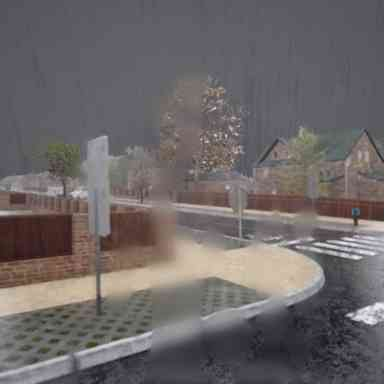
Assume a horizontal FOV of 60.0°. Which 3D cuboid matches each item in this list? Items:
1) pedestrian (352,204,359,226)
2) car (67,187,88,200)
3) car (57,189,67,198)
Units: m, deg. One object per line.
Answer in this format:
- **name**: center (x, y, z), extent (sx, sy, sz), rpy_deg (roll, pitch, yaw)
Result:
- **pedestrian**: center (8.721, 1.239, 17.691), extent (0.500, 1.100, 0.500), rpy_deg (0, 0, -35)
- **car**: center (-15.792, 0.235, 48.067), extent (2.150, 2.045, 5.566), rpy_deg (-2, 2, -35)
- **car**: center (-21.624, 0.315, 56.498), extent (2.128, 1.511, 4.902), rpy_deg (-2, 2, -33)
